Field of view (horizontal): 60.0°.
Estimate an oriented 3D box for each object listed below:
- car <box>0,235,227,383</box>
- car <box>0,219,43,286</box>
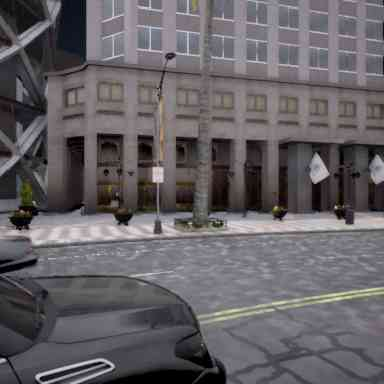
[{"bbox_3d":[-2.378,1.222,1.937,5.566,2.045,2.150,0,0,-35],"label":"car"},{"bbox_3d":[-6.601,1.548,7.864,5.357,1.411,2.033,0,0,-34],"label":"car"}]
